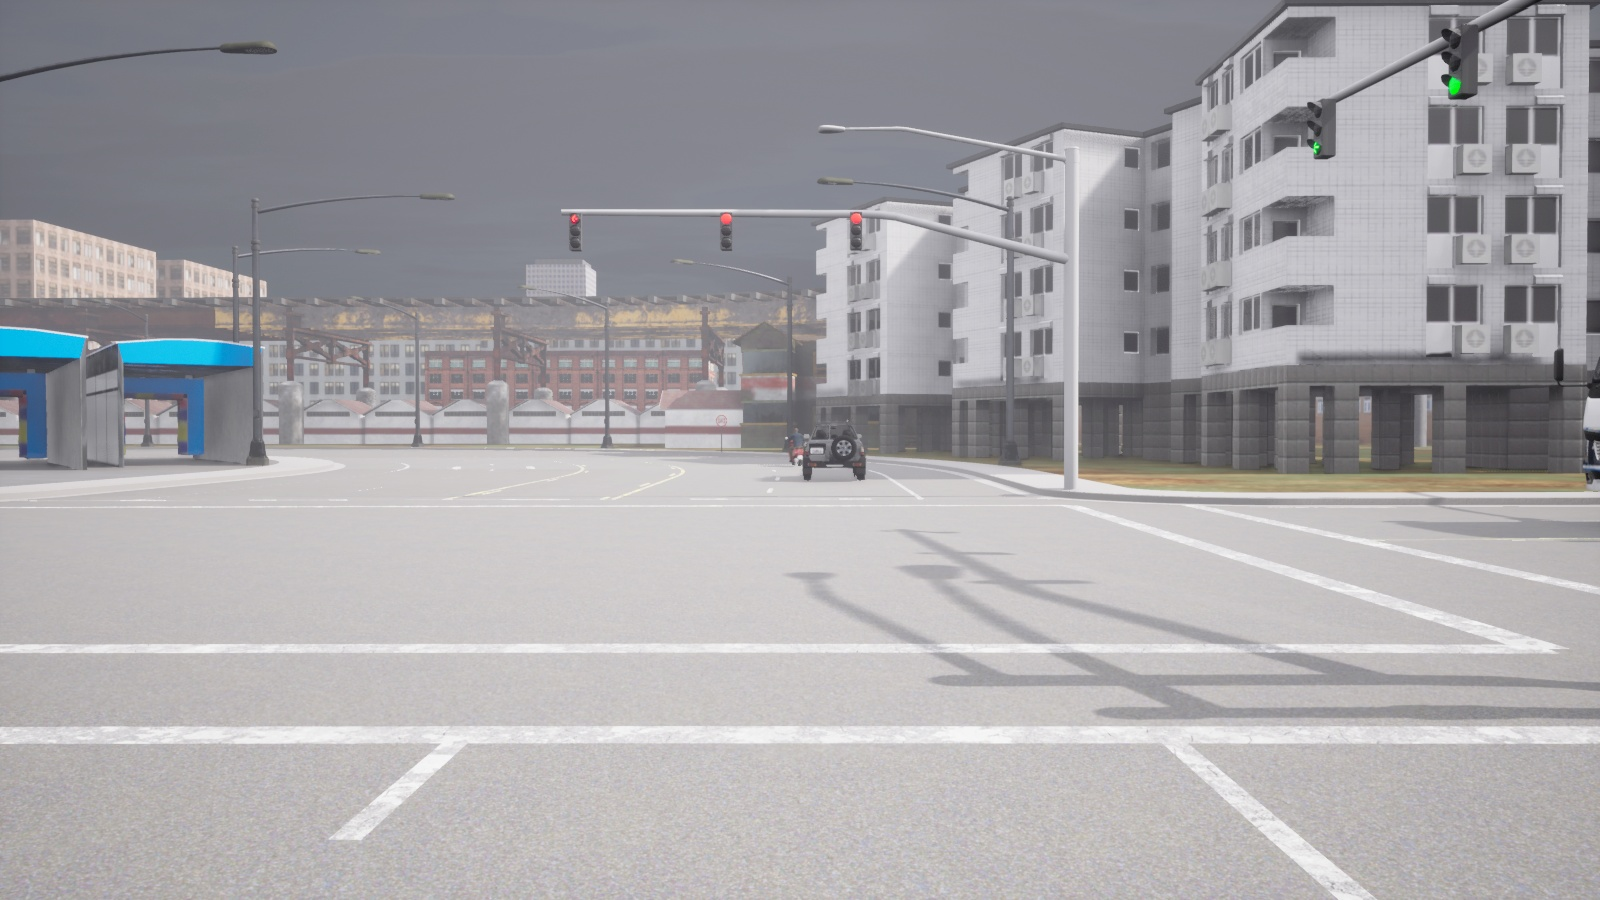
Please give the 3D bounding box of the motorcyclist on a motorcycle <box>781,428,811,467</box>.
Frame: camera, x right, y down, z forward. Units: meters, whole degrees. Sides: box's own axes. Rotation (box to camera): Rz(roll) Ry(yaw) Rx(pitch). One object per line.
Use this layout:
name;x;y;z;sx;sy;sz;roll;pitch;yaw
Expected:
motorcyclist on a motorcycle;-0.177;-0.121;52.432;0.866;1.590;1.817;-1;1;-11

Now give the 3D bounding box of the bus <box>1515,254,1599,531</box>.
bus;17.418;-0.860;19.572;10.273;4.253;3.944;0;1;-1

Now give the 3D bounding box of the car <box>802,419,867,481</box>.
car;1.046;-0.031;39.744;1.932;1.855;4.605;0;1;0
